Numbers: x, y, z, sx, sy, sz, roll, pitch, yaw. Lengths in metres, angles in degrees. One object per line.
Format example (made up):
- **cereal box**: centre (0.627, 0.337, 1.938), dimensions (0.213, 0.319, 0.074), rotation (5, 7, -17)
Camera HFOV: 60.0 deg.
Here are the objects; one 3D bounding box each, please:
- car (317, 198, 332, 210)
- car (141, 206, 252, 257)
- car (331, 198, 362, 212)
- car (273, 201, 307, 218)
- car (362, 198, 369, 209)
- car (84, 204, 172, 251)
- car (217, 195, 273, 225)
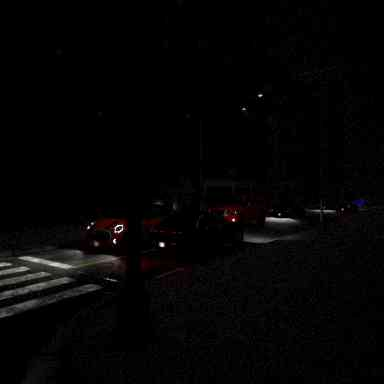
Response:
- **car**: centre (17.866, 1.541, 43.337), dimensions (2.033, 1.411, 5.357), rotation (0, 0, 35)
- **car**: centre (0.370, 1.510, 13.133), dimensions (1.837, 1.490, 4.892), rotation (0, 0, 35)
- **car**: centre (17.831, 1.606, 38.350), dimensions (1.895, 1.301, 4.718), rotation (0, 0, 35)
- **car**: centre (9.003, 1.539, 30.652), dimensions (2.033, 1.411, 5.357), rotation (0, 0, 35)
- **car**: centre (23.574, 1.537, 46.751), dimensions (1.812, 1.442, 4.674), rotation (0, 0, 35)
- **car**: centre (-2.309, 1.346, 14.217), dimensions (2.097, 1.767, 4.553), rotation (0, 0, 34)
- **car**: centre (3.137, 1.214, 22.159), dimensions (2.150, 2.045, 5.566), rotation (0, 0, 35)
